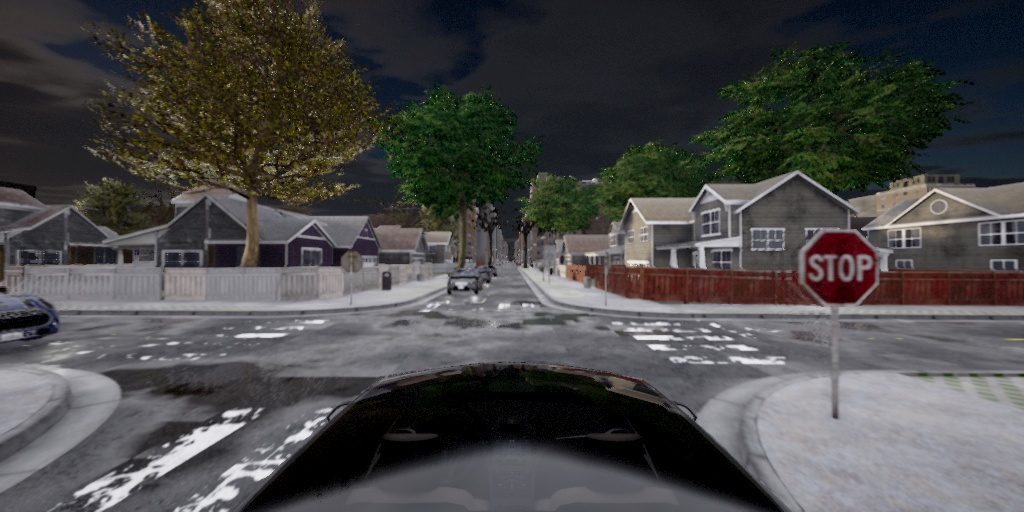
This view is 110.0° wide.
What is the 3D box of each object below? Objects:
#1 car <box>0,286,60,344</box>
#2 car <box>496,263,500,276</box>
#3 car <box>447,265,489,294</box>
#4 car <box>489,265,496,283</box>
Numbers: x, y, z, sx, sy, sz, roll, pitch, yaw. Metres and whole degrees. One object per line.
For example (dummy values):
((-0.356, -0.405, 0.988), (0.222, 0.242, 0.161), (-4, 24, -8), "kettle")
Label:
((-12.969, 1.121, 7.801), (4.553, 1.767, 2.097), (0, -1, 2), "car")
((-2.833, 1.857, 45.028), (1.812, 1.442, 4.674), (0, -1, 0), "car")
((-2.845, 1.517, 22.489), (2.128, 1.511, 4.902), (0, -1, 0), "car")
((-2.845, 1.655, 32.765), (2.128, 1.511, 4.902), (0, -1, 0), "car")
